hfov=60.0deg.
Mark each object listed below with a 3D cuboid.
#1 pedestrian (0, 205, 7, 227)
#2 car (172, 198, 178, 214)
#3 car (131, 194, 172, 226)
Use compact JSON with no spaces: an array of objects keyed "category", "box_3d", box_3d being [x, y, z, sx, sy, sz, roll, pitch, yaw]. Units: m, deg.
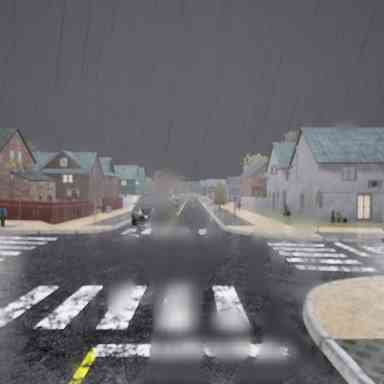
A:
[{"category":"pedestrian","box_3d":[-9.688,1.239,17.123,0.500,1.100,0.500,0,0,1]},{"category":"car","box_3d":[-2.854,1.544,34.964,1.994,1.385,4.181,0,0,0]},{"category":"car","box_3d":[-2.865,1.208,23.701,2.150,2.045,5.566,0,0,0]}]
